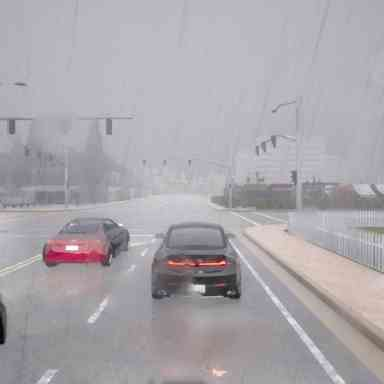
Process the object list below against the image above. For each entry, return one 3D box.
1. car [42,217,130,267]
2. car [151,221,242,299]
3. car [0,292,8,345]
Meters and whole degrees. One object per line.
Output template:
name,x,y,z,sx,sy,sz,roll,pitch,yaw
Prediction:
car,-3.418,1.564,11.479,1.994,1.385,4.181,0,0,0
car,0.087,1.505,8.440,1.837,1.490,4.892,0,0,0
car,-3.408,1.492,2.570,2.128,1.511,4.902,0,0,0
